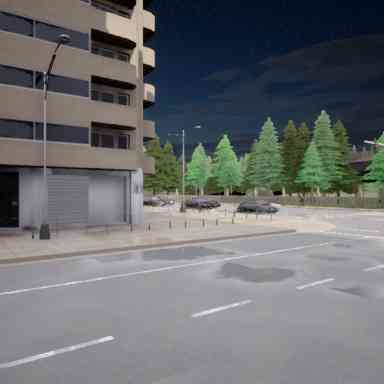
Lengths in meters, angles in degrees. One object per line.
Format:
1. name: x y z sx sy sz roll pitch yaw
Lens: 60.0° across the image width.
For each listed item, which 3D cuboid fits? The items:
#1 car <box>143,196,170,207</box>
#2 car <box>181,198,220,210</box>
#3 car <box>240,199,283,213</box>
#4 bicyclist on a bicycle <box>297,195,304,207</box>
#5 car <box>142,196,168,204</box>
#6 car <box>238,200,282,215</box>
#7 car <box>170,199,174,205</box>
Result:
1. car: -5.865 1.470 50.026 4.674 1.442 1.812 0 0 45
2. car: 0.750 1.492 41.802 2.033 1.411 5.357 0 0 -36
3. car: 7.788 1.545 37.736 1.895 1.301 4.718 0 0 -35
4. bicyclist on a bicycle: 15.139 1.245 46.444 1.656 1.620 0.582 0 0 -35
5. car: -7.164 1.545 64.439 4.718 1.301 1.895 0 0 31
6. car: 6.556 1.509 33.325 1.994 1.385 4.181 0 0 -34
7. car: -5.010 1.436 54.043 4.902 1.511 2.128 0 0 42
